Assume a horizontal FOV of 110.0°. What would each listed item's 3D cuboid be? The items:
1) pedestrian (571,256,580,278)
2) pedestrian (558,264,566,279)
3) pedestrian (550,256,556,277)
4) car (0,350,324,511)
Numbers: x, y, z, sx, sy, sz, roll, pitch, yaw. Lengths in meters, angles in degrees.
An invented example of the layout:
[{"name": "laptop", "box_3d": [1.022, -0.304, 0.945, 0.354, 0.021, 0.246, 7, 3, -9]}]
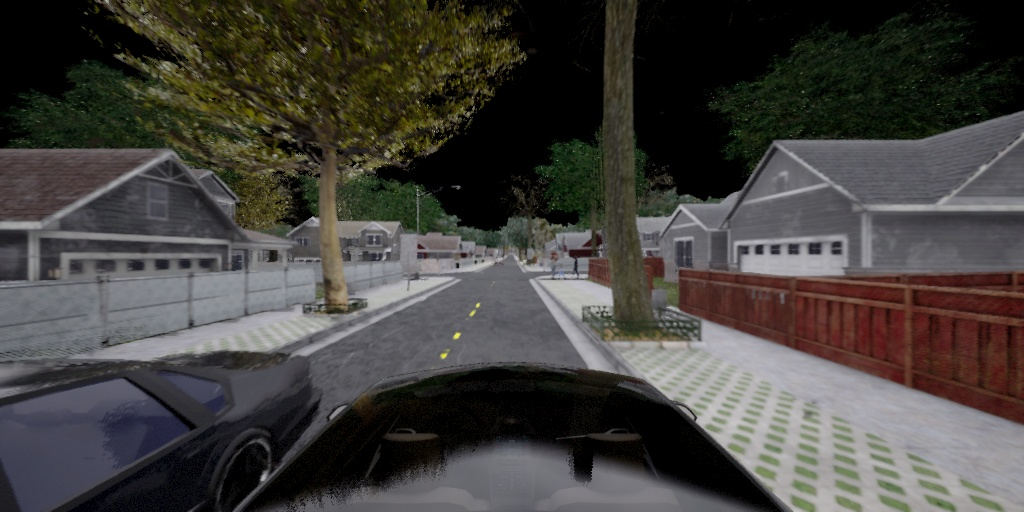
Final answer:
[{"name": "pedestrian", "box_3d": [5.360, 0.879, 30.075, 0.375, 1.860, 0.375, 0, 0, 0]}, {"name": "pedestrian", "box_3d": [4.081, 1.160, 29.476, 0.375, 1.300, 0.375, 0, 0, 0]}, {"name": "pedestrian", "box_3d": [3.513, 0.881, 30.675, 0.375, 1.860, 0.375, 0, 0, 0]}, {"name": "car", "box_3d": [-2.851, 1.297, 1.322, 2.033, 1.411, 5.357, 0, 0, 0]}]
